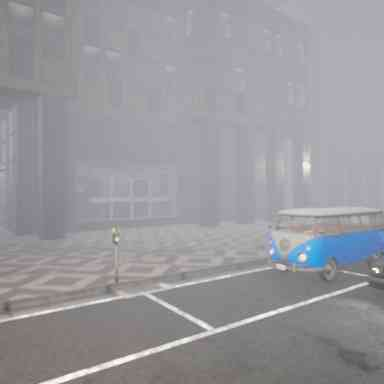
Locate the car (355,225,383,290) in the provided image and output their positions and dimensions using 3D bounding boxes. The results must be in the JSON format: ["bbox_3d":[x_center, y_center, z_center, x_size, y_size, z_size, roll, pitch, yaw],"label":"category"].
[{"bbox_3d":[6.319,1.535,7.853,5.357,1.411,2.033,0,0,-35],"label":"car"}]

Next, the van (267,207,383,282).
[{"bbox_3d":[3.909,1.330,9.434,3.998,1.788,1.690,0,0,-35],"label":"van"}]
